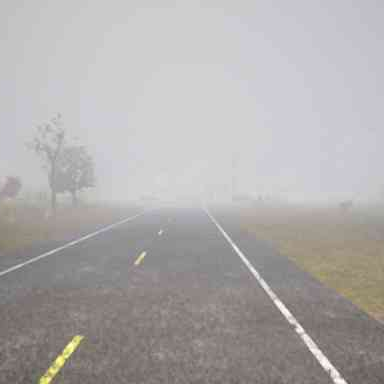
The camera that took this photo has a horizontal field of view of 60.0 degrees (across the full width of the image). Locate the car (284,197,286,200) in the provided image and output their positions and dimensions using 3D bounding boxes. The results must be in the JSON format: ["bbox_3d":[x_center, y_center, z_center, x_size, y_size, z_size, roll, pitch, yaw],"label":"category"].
[{"bbox_3d":[20.901,1.546,82.293,5.008,1.535,1.882,0,0,-2],"label":"car"}]

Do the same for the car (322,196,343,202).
[{"bbox_3d":[34.904,1.638,82.700,4.902,1.511,2.128,0,0,-2],"label":"car"}]

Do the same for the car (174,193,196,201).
[{"bbox_3d":[-1.711,1.217,81.672,5.566,2.045,2.150,0,0,-1],"label":"car"}]

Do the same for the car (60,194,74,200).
[{"bbox_3d":[-30.469,1.335,80.867,5.008,1.535,1.882,0,0,-2],"label":"car"}]

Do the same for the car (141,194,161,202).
[{"bbox_3d":[-9.174,1.328,74.492,4.553,1.767,2.097,0,0,-1],"label":"car"}]

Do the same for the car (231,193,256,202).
[{"bbox_3d":[11.679,1.277,75.009,5.566,2.045,2.150,0,0,-2],"label":"car"}]

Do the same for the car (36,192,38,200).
[{"bbox_3d":[-33.902,1.079,73.765,5.566,2.045,2.150,0,0,-2],"label":"car"}]
